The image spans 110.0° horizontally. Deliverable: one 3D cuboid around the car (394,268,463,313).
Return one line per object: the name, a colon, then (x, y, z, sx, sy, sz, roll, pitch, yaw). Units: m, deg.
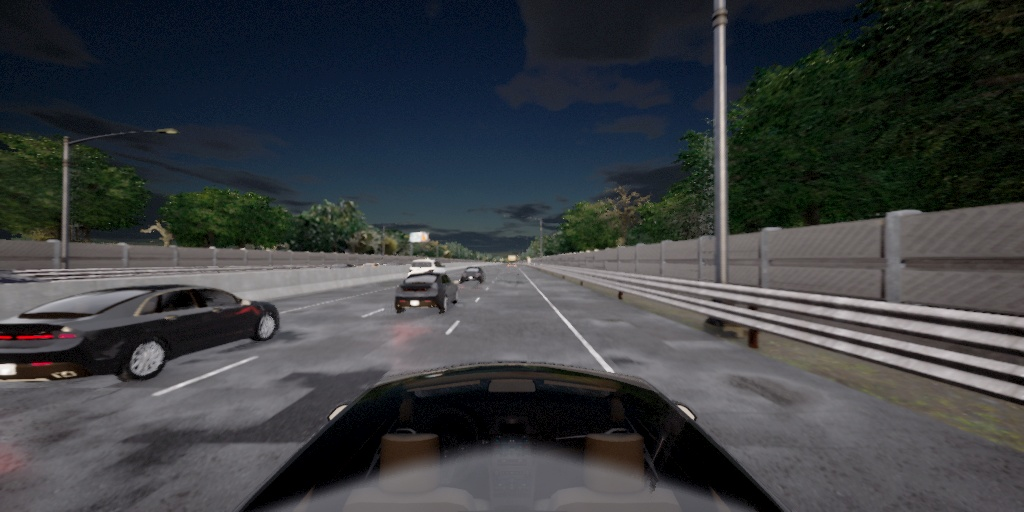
car: (-3.395, 1.423, 14.930, 1.837, 1.490, 4.892, 0, -1, 0)

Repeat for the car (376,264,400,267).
car: (-17.548, 1.871, 52.299, 2.128, 1.511, 4.902, 0, -1, 0)

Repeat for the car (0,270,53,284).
car: (-17.597, 1.369, 11.508, 2.128, 1.511, 4.902, 0, -1, 0)

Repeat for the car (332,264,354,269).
car: (-24.539, 1.885, 52.276, 1.837, 1.490, 4.892, 0, -1, 1)

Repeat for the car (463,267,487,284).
car: (-3.387, 1.653, 31.690, 1.812, 1.442, 4.674, 0, -1, 0)

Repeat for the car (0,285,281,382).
car: (-6.902, 1.327, 7.305, 1.837, 1.490, 4.892, 0, -1, 0)

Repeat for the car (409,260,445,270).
car: (-6.889, 1.325, 29.727, 2.150, 2.045, 5.566, 0, -1, 0)

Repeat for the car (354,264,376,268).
car: (-21.038, 1.867, 53.090, 1.882, 1.535, 5.008, 0, -1, 0)
